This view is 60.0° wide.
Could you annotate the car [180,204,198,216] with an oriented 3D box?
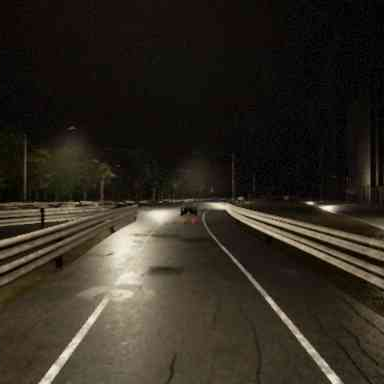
[{"bbox_3d":[-0.257,2.022,38.403,1.895,1.301,4.718,0,-1,3],"label":"car"}]
